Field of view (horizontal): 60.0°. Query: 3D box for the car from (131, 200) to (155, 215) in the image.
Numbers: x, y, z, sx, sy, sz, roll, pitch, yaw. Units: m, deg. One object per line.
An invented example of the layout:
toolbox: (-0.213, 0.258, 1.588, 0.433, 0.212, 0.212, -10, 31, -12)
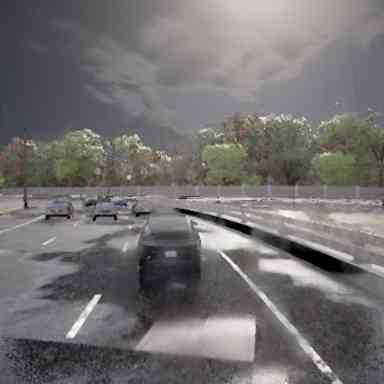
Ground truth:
car: (-4.367, 1.448, 30.000, 1.994, 1.385, 4.181, 0, 0, -16)

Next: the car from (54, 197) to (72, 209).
car: (-17.605, 1.435, 45.335, 1.994, 1.385, 4.181, 0, 0, -25)

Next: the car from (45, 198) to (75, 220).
car: (-10.730, 1.470, 27.199, 2.033, 1.411, 5.357, 0, 0, -15)

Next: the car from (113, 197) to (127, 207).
car: (-10.312, 1.362, 46.224, 1.812, 1.442, 4.674, 0, 0, -24)

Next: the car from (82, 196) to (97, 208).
car: (-13.964, 1.359, 45.812, 1.837, 1.490, 4.892, 0, 1, -25)

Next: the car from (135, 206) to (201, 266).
car: (-0.820, 1.455, 11.488, 1.837, 1.490, 4.892, 0, 0, -6)

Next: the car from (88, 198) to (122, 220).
car: (-7.031, 1.456, 26.935, 2.033, 1.411, 5.357, 0, 0, -15)
